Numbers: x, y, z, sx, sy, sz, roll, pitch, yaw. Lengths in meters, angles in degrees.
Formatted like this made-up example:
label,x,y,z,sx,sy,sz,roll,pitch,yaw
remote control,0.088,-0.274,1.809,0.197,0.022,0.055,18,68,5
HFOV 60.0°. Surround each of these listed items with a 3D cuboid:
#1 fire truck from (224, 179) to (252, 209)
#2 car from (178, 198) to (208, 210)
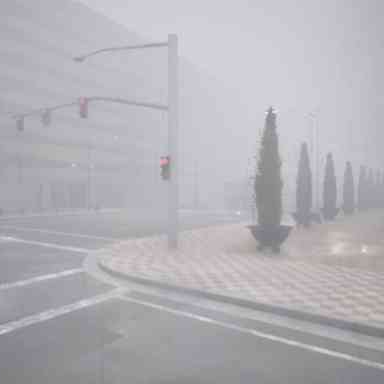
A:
label,x,y,z,sx,sy,sz,roll,pitch,yaw
fire truck,7.578,0.257,45.045,2.891,3.827,8.468,0,0,36
car,0.182,1.482,40.970,1.994,1.385,4.181,0,0,36
